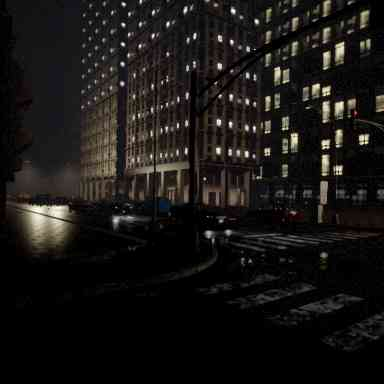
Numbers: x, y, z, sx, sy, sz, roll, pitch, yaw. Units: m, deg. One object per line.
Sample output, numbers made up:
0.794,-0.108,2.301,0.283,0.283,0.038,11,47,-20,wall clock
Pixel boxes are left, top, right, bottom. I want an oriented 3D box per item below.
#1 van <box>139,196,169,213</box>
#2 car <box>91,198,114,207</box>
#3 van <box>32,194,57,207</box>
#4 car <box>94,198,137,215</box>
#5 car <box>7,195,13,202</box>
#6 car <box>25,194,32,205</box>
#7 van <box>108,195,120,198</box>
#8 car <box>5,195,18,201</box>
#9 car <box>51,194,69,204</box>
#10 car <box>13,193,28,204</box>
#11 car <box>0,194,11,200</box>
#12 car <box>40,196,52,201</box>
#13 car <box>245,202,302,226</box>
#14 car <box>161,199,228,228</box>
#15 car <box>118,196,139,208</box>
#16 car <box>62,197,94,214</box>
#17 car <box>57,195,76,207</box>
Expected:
-4.093,1.382,37.732,1.690,1.788,3.998,1,-1,-35,van
-13.913,1.586,51.543,1.947,1.339,4.313,1,-1,-35,car
-20.739,1.197,46.692,1.690,1.788,3.998,1,-1,-35,van
-7.585,1.531,32.644,1.895,1.301,4.718,1,-1,-35,car
-37.102,1.396,69.712,1.947,1.339,4.313,1,-1,-35,car
-24.015,1.432,51.294,1.802,1.307,4.206,1,-1,-35,car
-10.636,1.368,46.941,1.690,1.788,3.998,1,-1,-35,van
-40.373,1.377,74.317,2.008,1.369,4.403,1,-1,-35,car
-24.925,1.307,62.575,2.097,1.767,4.553,1,-1,-35,car
-30.554,1.155,60.506,2.192,1.841,5.009,1,-1,-35,car
-46.821,1.365,83.389,1.752,1.417,4.829,1,-1,-35,car
-36.817,1.570,83.774,1.802,1.307,4.206,1,-1,-35,car
5.721,1.505,23.917,1.967,1.590,4.097,1,-1,-35,car
0.302,1.441,21.547,2.128,1.511,4.902,1,-1,-35,car
-7.368,1.584,42.334,2.008,1.369,4.403,1,-1,-35,car
-10.927,1.427,32.876,2.008,1.369,4.403,1,-1,-35,car
-19.100,1.416,49.007,1.837,1.490,4.892,1,-1,-35,car
